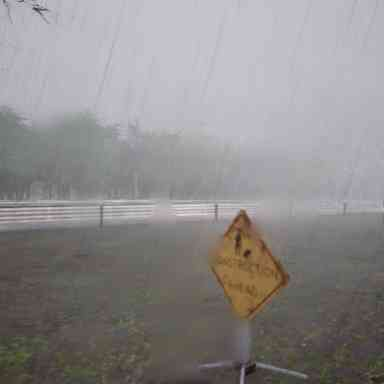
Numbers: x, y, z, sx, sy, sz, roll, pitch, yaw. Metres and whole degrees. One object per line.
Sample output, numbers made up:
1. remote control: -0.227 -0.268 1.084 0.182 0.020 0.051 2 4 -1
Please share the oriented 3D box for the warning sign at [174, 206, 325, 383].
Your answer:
1. warning sign: 0.596 1.118 3.743 1.060 1.860 1.300 0 0 -35
